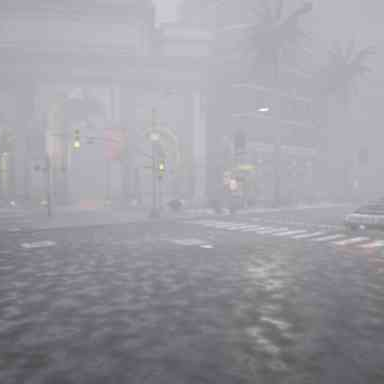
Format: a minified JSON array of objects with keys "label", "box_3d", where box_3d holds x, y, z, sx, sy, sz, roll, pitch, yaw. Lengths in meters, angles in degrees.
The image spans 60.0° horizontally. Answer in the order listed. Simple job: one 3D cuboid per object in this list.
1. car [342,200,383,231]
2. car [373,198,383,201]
[{"label":"car","box_3d":[9.672,1.296,16.794,4.718,1.301,1.895,-1,1,-37]},{"label":"car","box_3d":[14.337,1.117,24.732,4.181,1.385,1.994,-1,1,-36]}]
